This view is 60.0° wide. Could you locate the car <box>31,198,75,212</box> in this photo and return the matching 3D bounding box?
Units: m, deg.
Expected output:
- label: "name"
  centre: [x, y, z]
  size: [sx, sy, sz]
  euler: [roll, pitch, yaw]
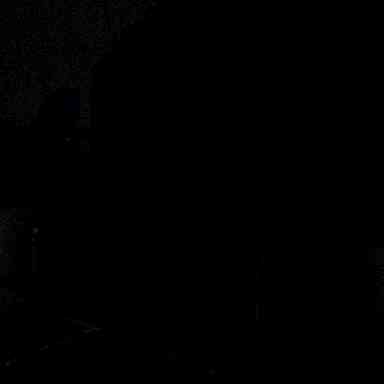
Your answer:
- label: "car"
  centre: [-15.098, 1.374, 36.282]
  size: [1.812, 1.442, 4.674]
  euler: [1, 1, 36]
